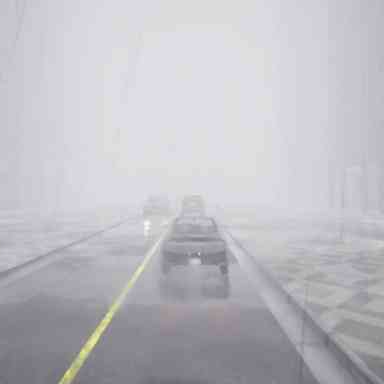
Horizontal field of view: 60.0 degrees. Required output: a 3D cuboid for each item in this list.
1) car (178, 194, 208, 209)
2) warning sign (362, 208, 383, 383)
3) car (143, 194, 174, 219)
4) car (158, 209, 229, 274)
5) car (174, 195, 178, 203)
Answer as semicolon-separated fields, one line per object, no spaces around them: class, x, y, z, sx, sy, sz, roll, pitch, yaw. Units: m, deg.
car;0.081;1.278;32.101;2.150;2.045;5.566;0;0;0
warning sign;2.710;1.120;3.475;1.300;1.860;1.060;0;0;0
car;-3.117;1.274;30.402;2.150;2.045;5.566;0;0;0
car;0.080;1.508;10.653;2.128;1.511;4.902;0;0;0
car;-3.039;1.496;70.927;2.097;1.767;4.553;0;0;0
